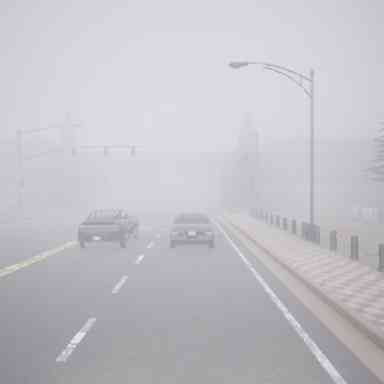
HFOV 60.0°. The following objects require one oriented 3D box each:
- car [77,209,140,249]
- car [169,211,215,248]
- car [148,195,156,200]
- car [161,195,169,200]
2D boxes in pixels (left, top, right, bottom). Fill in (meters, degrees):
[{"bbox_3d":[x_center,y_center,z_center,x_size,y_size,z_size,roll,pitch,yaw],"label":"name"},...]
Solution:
[{"bbox_3d":[-3.500,1.493,14.650,2.128,1.511,4.902,0,0,0],"label":"car"},{"bbox_3d":[0.000,1.561,14.650,2.033,1.411,5.357,0,0,0],"label":"car"},{"bbox_3d":[-10.944,1.432,91.735,1.882,1.535,5.008,0,0,0],"label":"car"},{"bbox_3d":[-7.444,1.479,91.711,1.812,1.442,4.674,0,0,0],"label":"car"}]
